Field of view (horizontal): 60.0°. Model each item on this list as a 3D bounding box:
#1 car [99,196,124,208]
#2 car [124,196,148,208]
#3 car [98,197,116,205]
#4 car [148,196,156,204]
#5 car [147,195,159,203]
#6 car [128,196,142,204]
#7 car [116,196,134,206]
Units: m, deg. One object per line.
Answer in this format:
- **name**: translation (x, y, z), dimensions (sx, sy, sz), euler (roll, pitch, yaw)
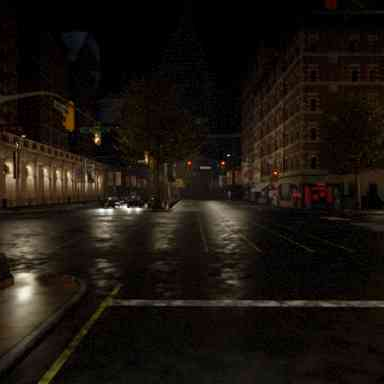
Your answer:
- **car**: translation (-11.491, 1.491, 47.250), dimensions (2.128, 1.511, 4.902), euler (0, 0, 0)
- **car**: translation (-7.990, 1.563, 47.620), dimensions (1.994, 1.385, 4.181), euler (0, 0, 1)
- **car**: translation (-14.714, 1.594, 57.804), dimensions (1.895, 1.301, 4.718), euler (0, 0, 0)
- **car**: translation (-7.964, 1.504, 57.805), dimensions (1.837, 1.490, 4.892), euler (0, 0, 0)
- **car**: translation (-7.958, 1.477, 68.146), dimensions (1.882, 1.535, 5.008), euler (0, 0, 0)
- **car**: translation (-11.458, 1.491, 67.318), dimensions (2.128, 1.511, 4.902), euler (0, 0, 0)
- **car**: translation (-11.465, 1.491, 57.242), dimensions (2.128, 1.511, 4.902), euler (0, 0, 0)
